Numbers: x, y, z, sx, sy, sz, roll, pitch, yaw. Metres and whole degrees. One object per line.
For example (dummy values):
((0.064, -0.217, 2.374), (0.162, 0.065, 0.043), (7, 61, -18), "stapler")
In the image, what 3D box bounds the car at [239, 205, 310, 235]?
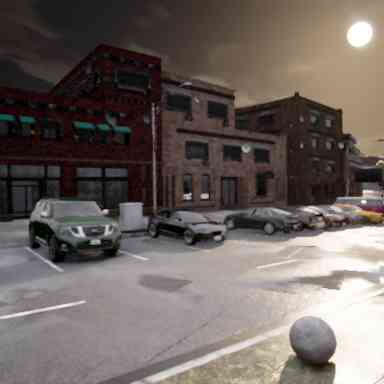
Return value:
((4.001, 1.593, 19.635), (2.231, 1.521, 4.892), (1, -1, -39), "car")

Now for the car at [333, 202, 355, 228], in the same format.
((8.208, 1.664, 23.117), (2.163, 1.488, 4.792), (1, -1, -40), "car")

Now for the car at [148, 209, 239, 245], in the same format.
((-0.349, 1.571, 16.126), (2.163, 1.488, 4.792), (0, 0, -37), "car")

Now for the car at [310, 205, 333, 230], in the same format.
((6.085, 1.644, 21.402), (2.163, 1.488, 4.792), (1, -1, -39), "car")

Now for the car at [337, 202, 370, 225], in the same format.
((10.257, 1.693, 24.923), (2.002, 1.452, 4.674), (1, -1, -41), "car")

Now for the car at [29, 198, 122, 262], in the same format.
((-4.693, 1.258, 12.811), (2.435, 2.045, 5.566), (0, 0, -36), "car")

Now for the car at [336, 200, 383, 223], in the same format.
((12.431, 1.666, 26.584), (1.946, 1.575, 5.366), (0, -1, -41), "car")

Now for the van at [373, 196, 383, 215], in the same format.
((22.282, 1.495, 35.874), (1.878, 1.987, 4.442), (0, 0, -44), "van")

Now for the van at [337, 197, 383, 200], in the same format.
((14.264, 1.459, 28.635), (1.878, 1.987, 4.442), (0, 0, -42), "van")
